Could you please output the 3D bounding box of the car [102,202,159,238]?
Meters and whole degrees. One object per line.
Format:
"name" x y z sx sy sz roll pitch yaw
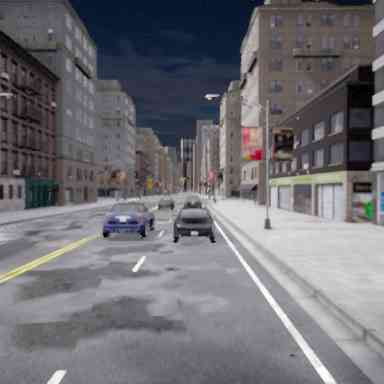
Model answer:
"car" -3.182 1.304 17.535 2.097 1.767 4.553 0 0 0

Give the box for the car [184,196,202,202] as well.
"car" 0.102 1.250 39.627 2.097 1.767 4.553 0 0 0

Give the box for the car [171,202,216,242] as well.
"car" 0.102 1.461 16.224 1.837 1.490 4.892 0 0 0

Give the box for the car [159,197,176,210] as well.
"car" -3.150 1.383 41.993 2.128 1.511 4.902 0 0 0
